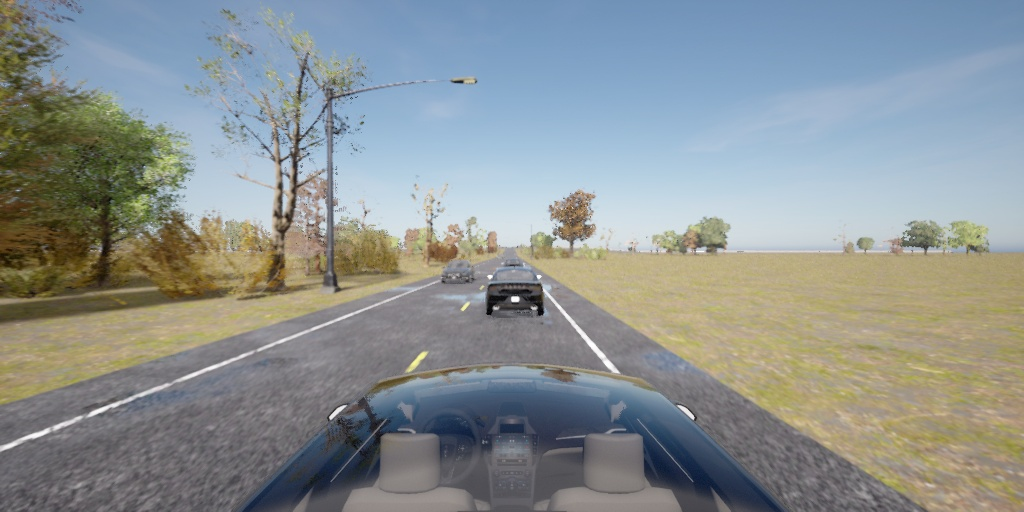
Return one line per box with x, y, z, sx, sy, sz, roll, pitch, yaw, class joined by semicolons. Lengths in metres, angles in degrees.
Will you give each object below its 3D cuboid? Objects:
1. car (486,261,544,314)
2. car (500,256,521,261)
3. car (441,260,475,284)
0.098;1.129;13.278;1.882;1.535;5.008;0;0;0;car
0.098;0.996;31.756;1.837;1.490;4.892;0;1;0;car
-3.593;1.060;24.567;1.837;1.490;4.892;0;0;0;car
